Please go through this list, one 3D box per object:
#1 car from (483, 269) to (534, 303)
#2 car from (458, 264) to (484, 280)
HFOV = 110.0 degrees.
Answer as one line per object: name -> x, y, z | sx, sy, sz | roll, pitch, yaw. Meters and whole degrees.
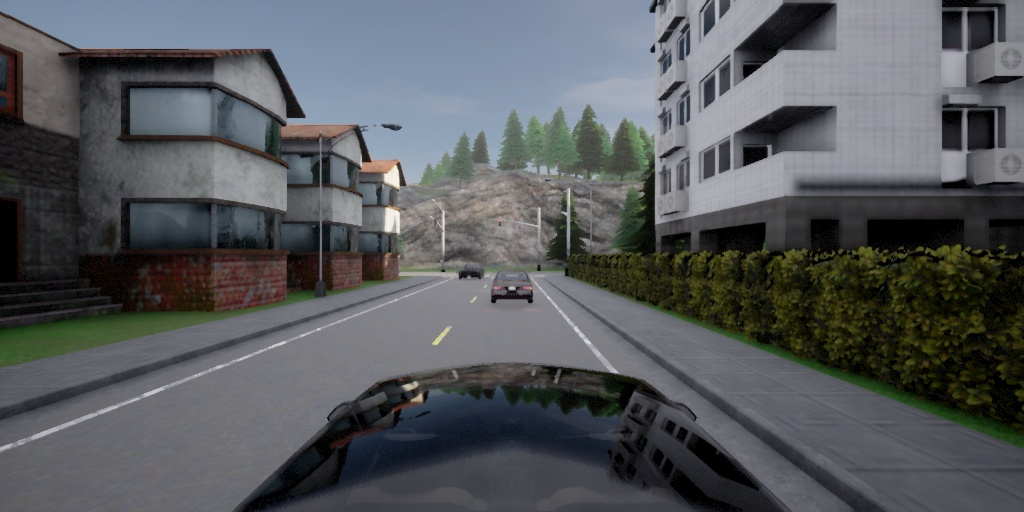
car -> 0.000, 1.312, 16.500 | 2.033, 1.411, 5.357 | 0, 0, 0
car -> -3.500, 1.404, 31.430 | 1.895, 1.301, 4.718 | 0, 0, 0
